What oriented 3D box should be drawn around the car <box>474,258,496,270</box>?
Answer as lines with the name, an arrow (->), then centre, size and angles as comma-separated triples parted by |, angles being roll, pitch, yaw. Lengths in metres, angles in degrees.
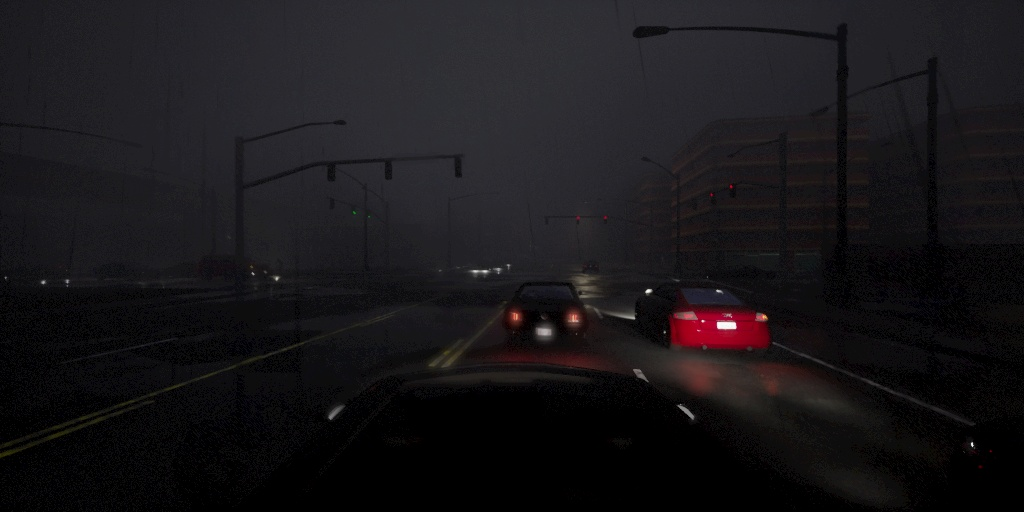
car -> -3.851, 1.176, 48.715 | 1.994, 1.385, 4.181 | 0, 1, 8

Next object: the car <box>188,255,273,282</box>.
car -> -22.499, 0.971, 29.093 | 5.566, 2.045, 2.150 | 0, 0, 7

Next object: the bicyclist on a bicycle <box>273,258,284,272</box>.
bicyclist on a bicycle -> -26.397, 1.053, 40.606 | 0.582, 1.620, 1.656 | 0, 0, 7

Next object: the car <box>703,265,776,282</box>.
car -> 17.706, 1.351, 28.177 | 4.718, 1.301, 1.895 | 0, 0, 7

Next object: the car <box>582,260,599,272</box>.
car -> 9.586, 1.194, 43.715 | 2.033, 1.411, 5.357 | 0, 1, 12

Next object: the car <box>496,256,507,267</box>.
car -> -2.499, 1.064, 58.569 | 1.895, 1.301, 4.718 | 0, 1, 8

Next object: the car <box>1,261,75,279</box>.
car -> -41.836, 1.351, 31.600 | 4.718, 1.301, 1.895 | 0, 0, 12

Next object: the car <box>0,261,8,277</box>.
car -> -51.148, 1.276, 35.282 | 4.674, 1.442, 1.812 | 0, 0, 35

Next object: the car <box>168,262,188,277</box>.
car -> -30.384, 1.275, 33.735 | 4.674, 1.442, 1.812 | 0, 0, 7

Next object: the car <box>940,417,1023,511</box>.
car -> 3.640, 1.242, 0.209 | 2.128, 1.511, 4.902 | 0, 0, 1

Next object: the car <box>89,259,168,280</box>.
car -> -32.430, 1.227, 30.270 | 5.008, 1.535, 1.882 | 0, 0, 7

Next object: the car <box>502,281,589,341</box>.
car -> 1.002, 1.351, 9.923 | 1.895, 1.301, 4.718 | 0, 0, 8

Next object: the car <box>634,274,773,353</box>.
car -> 4.405, 1.314, 8.921 | 1.994, 1.385, 4.181 | 0, 0, 7
